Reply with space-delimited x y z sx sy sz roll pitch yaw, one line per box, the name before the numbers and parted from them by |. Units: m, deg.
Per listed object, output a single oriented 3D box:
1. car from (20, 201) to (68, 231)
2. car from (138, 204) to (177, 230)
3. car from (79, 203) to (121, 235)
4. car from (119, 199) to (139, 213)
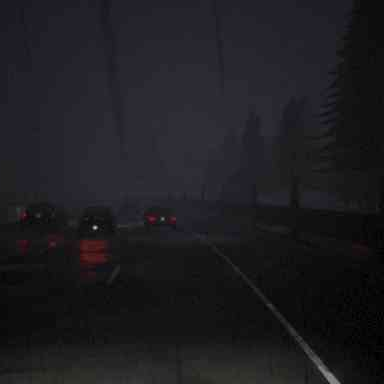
car | -9.358 1.422 21.428 2.097 1.767 4.553 0 0 -12
car | -2.169 1.607 21.557 2.033 1.411 5.357 0 0 -11
car | -5.350 1.563 19.310 1.837 1.490 4.892 0 0 -10
car | -7.531 1.592 39.609 1.882 1.535 5.008 0 0 -21
